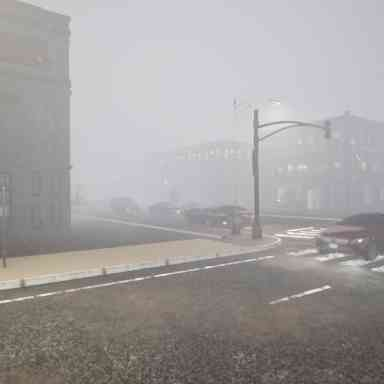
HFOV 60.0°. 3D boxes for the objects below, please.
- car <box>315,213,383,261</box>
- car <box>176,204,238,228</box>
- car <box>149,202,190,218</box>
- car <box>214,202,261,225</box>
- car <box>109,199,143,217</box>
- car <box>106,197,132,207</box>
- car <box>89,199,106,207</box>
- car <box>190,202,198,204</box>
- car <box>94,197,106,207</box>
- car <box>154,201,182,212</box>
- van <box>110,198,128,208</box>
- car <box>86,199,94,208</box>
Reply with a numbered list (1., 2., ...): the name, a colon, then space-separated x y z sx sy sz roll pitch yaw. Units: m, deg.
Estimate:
1. car: 6.566 1.524 12.375 4.674 1.442 1.812 0 0 -36
2. car: 1.007 1.814 24.833 1.947 1.339 4.313 -2 0 -36
3. car: -2.733 1.830 34.752 2.128 1.511 4.902 -1 0 -36
4. car: 3.314 1.744 26.293 1.812 1.442 4.674 -1 0 -35
5. car: -6.961 1.846 36.196 1.967 1.590 4.097 -1 0 -36
6. car: -8.778 1.677 43.245 2.150 2.045 5.566 -1 0 -35
7. car: -19.441 2.227 68.094 1.887 1.381 4.507 -1 0 -36
8. car: -0.140 1.903 41.068 1.802 1.307 4.206 -2 0 -36
9. car: -16.230 1.939 63.589 2.192 1.841 5.009 -1 0 -36
10. car: -3.356 1.965 45.572 1.802 1.307 4.206 -2 0 -36
11. van: -13.012 1.906 59.085 1.690 1.788 3.998 -1 0 -36
12. car: -19.256 2.158 63.395 2.128 1.511 4.902 -1 0 -36
